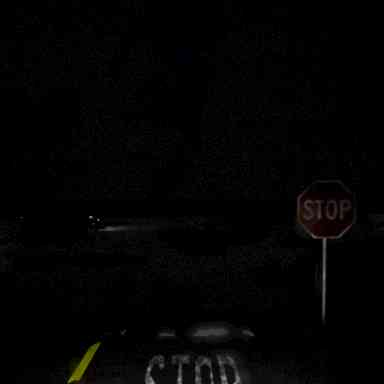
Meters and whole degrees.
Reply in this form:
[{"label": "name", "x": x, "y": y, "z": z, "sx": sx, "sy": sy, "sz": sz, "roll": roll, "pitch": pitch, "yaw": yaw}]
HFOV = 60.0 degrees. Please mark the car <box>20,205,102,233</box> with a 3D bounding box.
[{"label": "car", "x": -7.219, "y": 1.430, "z": 18.472, "sx": 4.181, "sy": 1.385, "sz": 1.994, "roll": -2, "pitch": 0, "yaw": 0}]
